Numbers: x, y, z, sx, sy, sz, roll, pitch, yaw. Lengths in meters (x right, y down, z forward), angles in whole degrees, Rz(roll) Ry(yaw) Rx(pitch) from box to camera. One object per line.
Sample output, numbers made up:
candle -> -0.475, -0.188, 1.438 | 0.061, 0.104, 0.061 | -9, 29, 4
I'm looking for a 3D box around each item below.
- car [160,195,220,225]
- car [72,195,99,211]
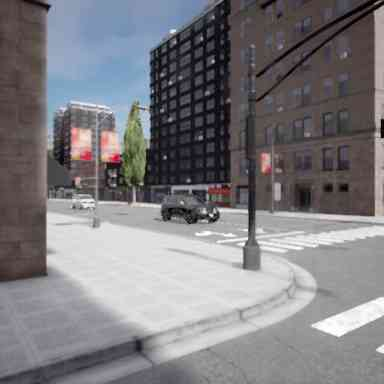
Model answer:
car -> -0.299, 1.273, 25.064 | 2.150, 2.045, 5.566 | 0, 0, -36
car -> -14.383, 1.367, 44.597 | 2.150, 2.045, 5.566 | 0, -1, -35
